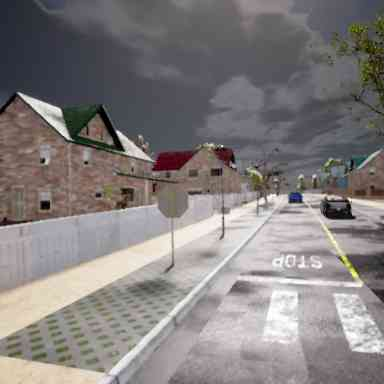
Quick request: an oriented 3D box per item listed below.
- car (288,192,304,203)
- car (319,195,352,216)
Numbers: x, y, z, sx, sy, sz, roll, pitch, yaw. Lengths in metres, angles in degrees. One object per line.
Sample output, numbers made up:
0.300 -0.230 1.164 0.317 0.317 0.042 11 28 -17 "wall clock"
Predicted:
14.369 0.710 46.156 1.882 1.535 5.008 -1 0 17 "car"
10.890 0.953 25.335 2.128 1.511 4.902 -1 0 17 "car"
